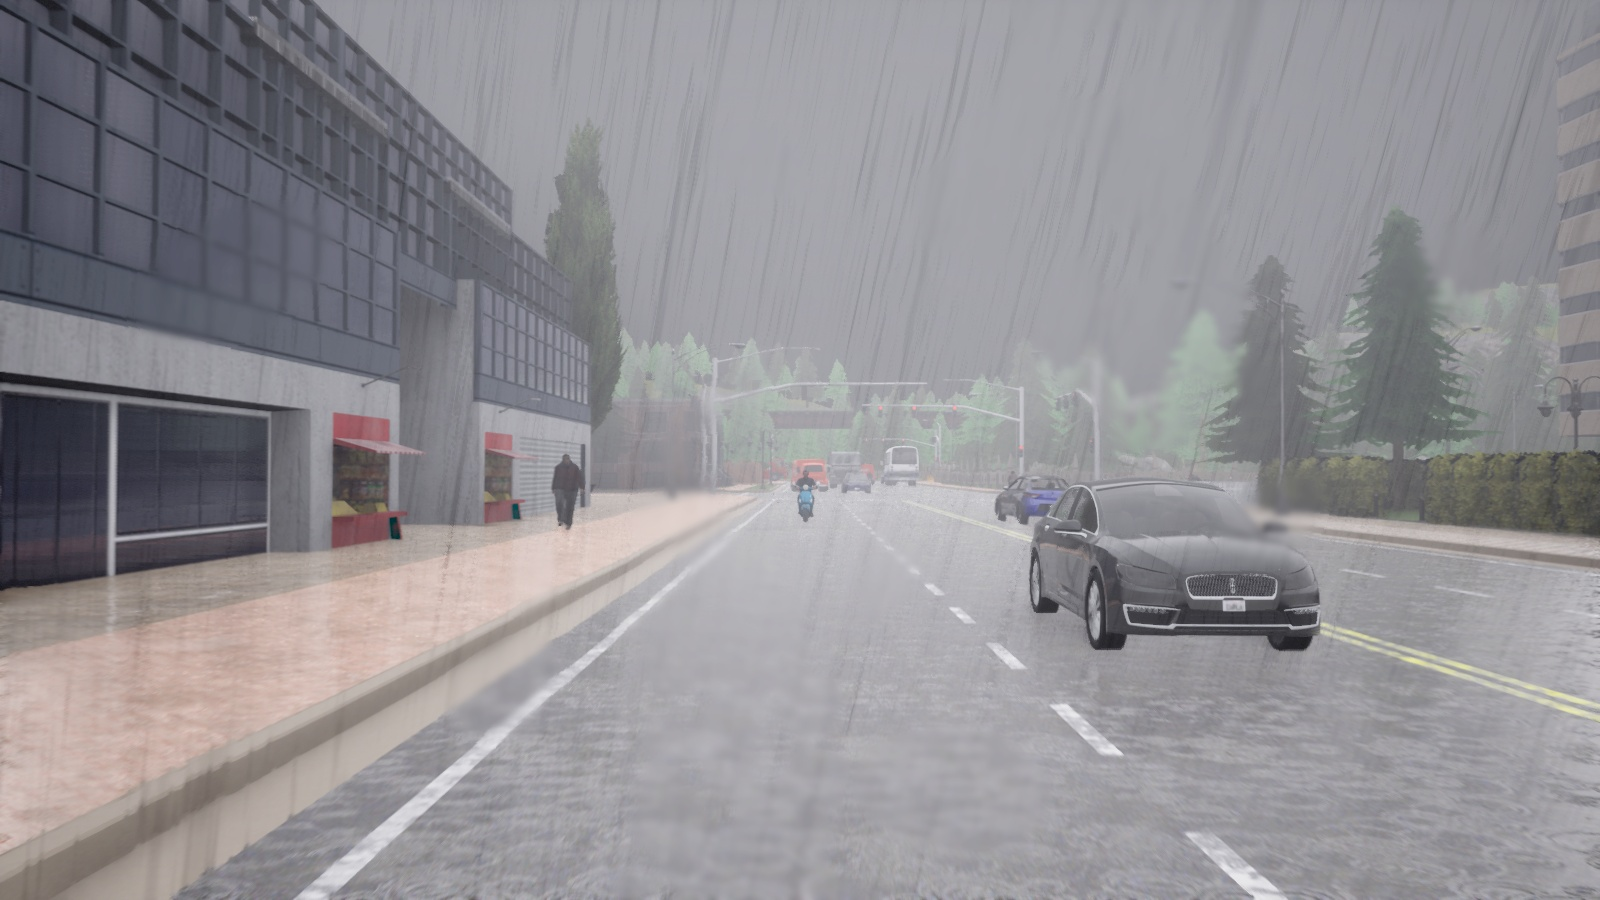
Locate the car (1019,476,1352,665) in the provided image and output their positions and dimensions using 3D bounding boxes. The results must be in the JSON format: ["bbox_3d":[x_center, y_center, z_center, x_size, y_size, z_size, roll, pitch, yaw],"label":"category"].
[{"bbox_3d":[3.517,1.016,12.534,1.837,1.490,4.892,0,-1,0],"label":"car"}]

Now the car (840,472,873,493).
[{"bbox_3d":[4.020,2.300,89.604,2.163,1.488,4.792,0,-1,0],"label":"car"}]

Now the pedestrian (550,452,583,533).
[{"bbox_3d":[-5.444,0.986,29.319,0.634,1.844,0.899,0,-1,-1],"label":"pedestrian"}]

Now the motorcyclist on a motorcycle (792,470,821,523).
[{"bbox_3d":[0.188,1.415,38.654,0.866,1.590,1.817,0,-1,0],"label":"motorcyclist on a motorcycle"}]

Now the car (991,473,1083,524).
[{"bbox_3d":[7.283,1.452,38.974,1.816,1.474,4.193,0,-1,-4],"label":"car"}]

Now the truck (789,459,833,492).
[{"bbox_3d":[0.814,1.926,95.551,2.627,2.467,5.204,-1,-1,-7],"label":"truck"}]
